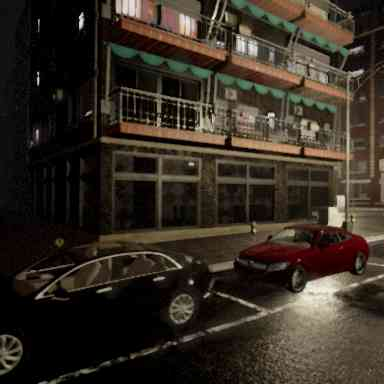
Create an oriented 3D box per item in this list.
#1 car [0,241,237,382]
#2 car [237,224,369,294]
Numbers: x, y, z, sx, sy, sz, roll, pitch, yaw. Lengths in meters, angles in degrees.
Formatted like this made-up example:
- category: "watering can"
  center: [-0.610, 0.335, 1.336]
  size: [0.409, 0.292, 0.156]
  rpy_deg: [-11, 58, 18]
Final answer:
- category: "car"
  center: [-1.643, 1.537, 5.329]
  size: [4.403, 1.369, 2.008]
  rpy_deg: [-1, 1, -35]
- category: "car"
  center: [2.985, 1.521, 8.632]
  size: [4.206, 1.307, 1.802]
  rpy_deg: [-1, 1, -35]
